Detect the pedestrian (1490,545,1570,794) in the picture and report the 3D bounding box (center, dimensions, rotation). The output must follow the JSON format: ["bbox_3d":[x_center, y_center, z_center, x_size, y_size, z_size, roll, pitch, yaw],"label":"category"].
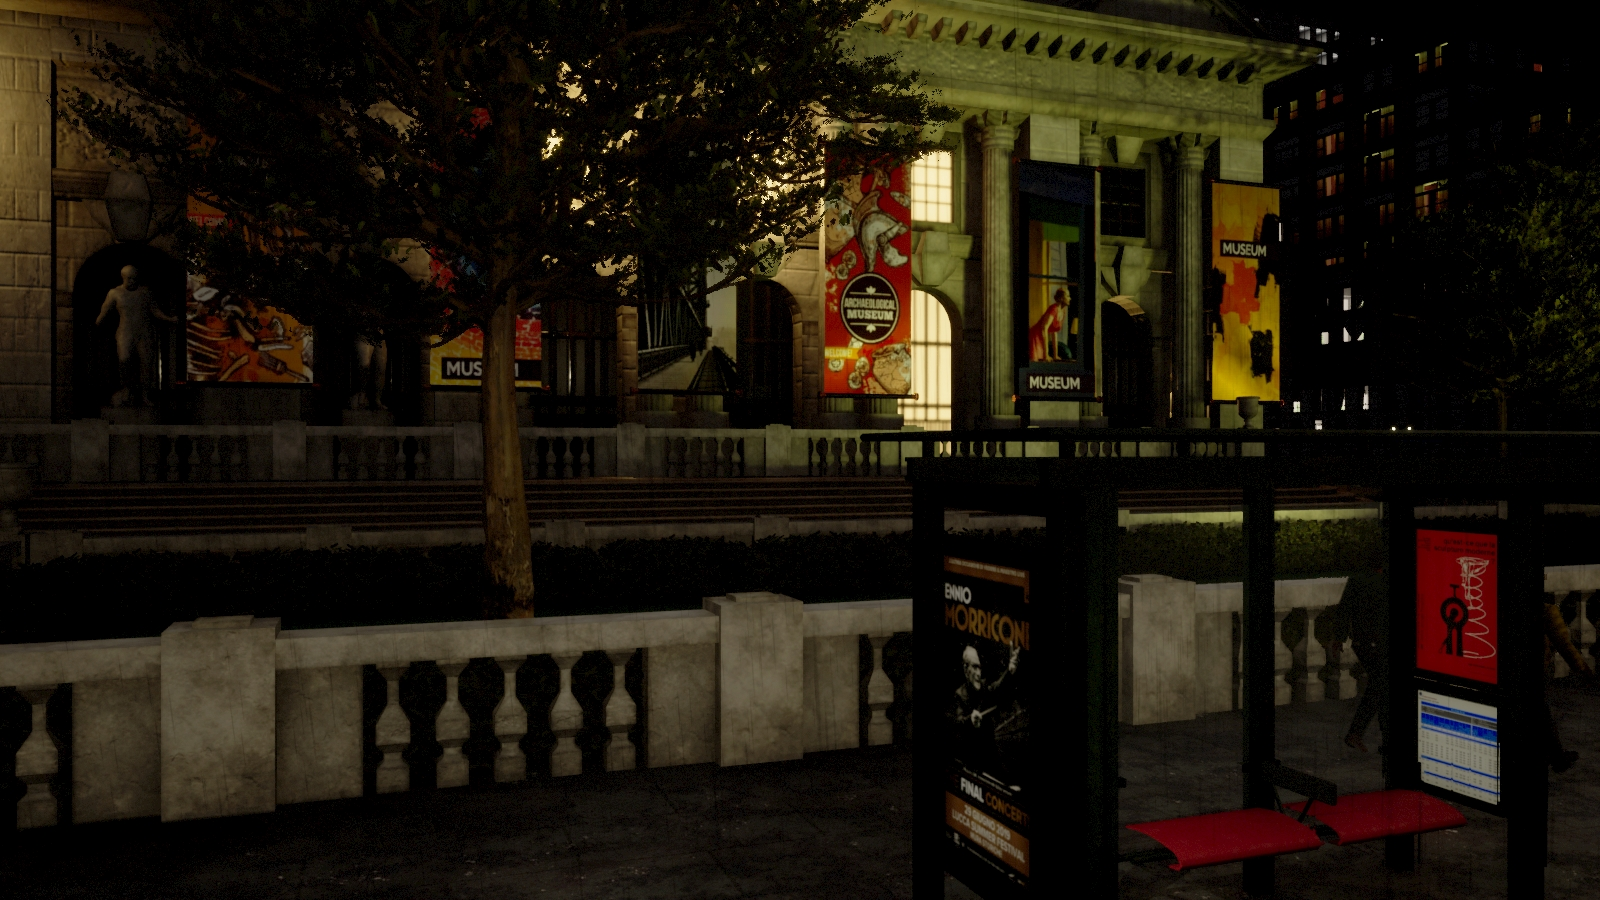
[{"bbox_3d":[5.710,1.697,8.947,0.375,1.860,0.375,0,0,-17],"label":"pedestrian"}]

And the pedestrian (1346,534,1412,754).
[{"bbox_3d":[5.134,1.698,10.133,0.375,1.860,0.375,0,0,-31],"label":"pedestrian"}]
